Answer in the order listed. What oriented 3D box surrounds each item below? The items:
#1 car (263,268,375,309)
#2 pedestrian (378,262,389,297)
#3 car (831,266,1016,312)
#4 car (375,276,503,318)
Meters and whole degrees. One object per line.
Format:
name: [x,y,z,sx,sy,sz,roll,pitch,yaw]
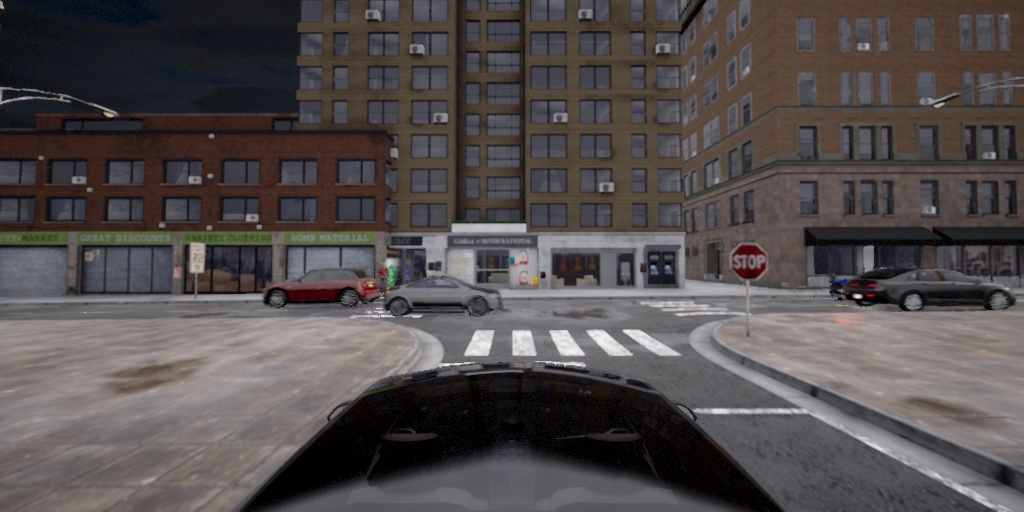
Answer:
car: [-8.435,1.347,16.036,4.553,1.767,2.097,-1,-2,0]
pedestrian: [-6.816,1.203,18.945,0.375,1.860,0.375,0,-1,0]
car: [14.926,1.194,12.980,4.892,1.490,1.837,0,-2,0]
car: [-2.422,1.422,13.055,4.181,1.385,1.994,0,-1,0]
